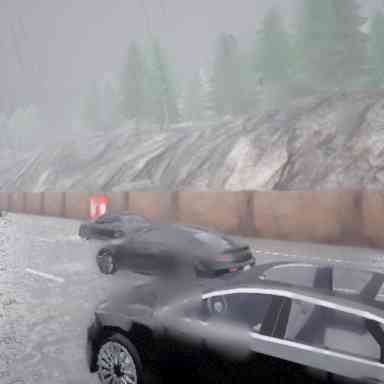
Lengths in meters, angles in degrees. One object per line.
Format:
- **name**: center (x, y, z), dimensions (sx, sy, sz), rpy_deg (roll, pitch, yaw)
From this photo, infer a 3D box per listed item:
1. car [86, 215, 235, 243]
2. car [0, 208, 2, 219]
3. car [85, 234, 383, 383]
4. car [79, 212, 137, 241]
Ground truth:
- **car**: center (-0.590, 1.574, 8.909), dimensions (4.674, 1.442, 1.812), rpy_deg (0, 0, 37)
- **car**: center (-18.435, 1.656, 29.467), dimensions (4.902, 1.511, 2.128), rpy_deg (0, 0, 44)
- **car**: center (0.923, 1.511, 3.409), dimensions (4.902, 1.511, 2.128), rpy_deg (0, 0, 36)
- **car**: center (-3.529, 1.650, 15.756), dimensions (4.181, 1.385, 1.994), rpy_deg (0, 0, 40)
